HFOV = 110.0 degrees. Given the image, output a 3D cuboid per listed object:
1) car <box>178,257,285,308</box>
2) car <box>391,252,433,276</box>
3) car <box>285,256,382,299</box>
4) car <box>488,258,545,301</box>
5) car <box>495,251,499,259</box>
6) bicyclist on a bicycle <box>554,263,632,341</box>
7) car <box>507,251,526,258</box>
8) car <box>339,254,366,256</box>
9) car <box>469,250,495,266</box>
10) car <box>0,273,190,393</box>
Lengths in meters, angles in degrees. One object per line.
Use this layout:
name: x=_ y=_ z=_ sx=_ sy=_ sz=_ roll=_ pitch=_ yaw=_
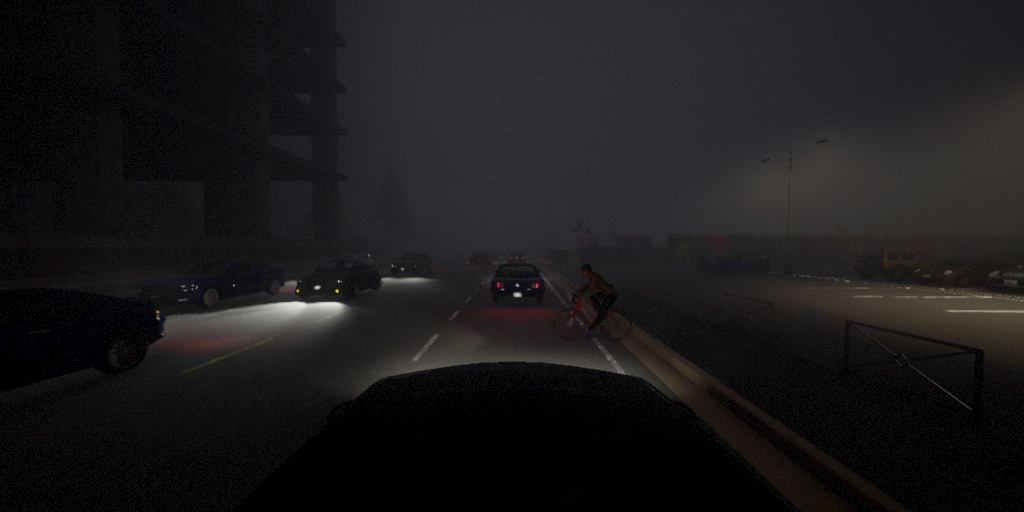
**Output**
car: x=-10.490 y=0.843 z=13.037 sx=1.882 sy=1.535 sz=5.008 roll=0 pitch=2 yaw=0
car: x=-6.836 y=0.511 z=24.924 sx=1.837 sy=1.490 sz=4.892 roll=0 pitch=2 yaw=1
car: x=-6.971 y=0.884 z=14.831 sx=1.994 sy=1.385 sz=4.181 roll=0 pitch=2 yaw=0
car: x=0.222 y=0.956 z=14.408 sx=1.895 sy=1.301 sz=4.718 roll=0 pitch=2 yaw=1
car: x=-2.862 y=-0.173 z=49.127 sx=1.994 sy=1.385 sz=4.181 roll=0 pitch=2 yaw=1
bicyclist on a bicycle: x=1.697 y=0.985 z=7.510 sx=1.656 sy=1.620 sz=0.582 roll=1 pitch=2 yaw=1
car: x=0.501 y=0.173 z=37.871 sx=2.033 sy=1.411 sz=5.357 roll=0 pitch=2 yaw=1
car: x=-10.362 y=0.580 z=23.027 sx=1.812 sy=1.442 sz=4.674 roll=0 pitch=2 yaw=1
car: x=-3.027 y=0.170 z=35.367 sx=1.882 sy=1.535 sz=5.008 roll=0 pitch=2 yaw=1
car: x=-7.075 y=1.168 z=4.449 sx=1.812 sy=1.442 sz=4.674 roll=0 pitch=2 yaw=1
